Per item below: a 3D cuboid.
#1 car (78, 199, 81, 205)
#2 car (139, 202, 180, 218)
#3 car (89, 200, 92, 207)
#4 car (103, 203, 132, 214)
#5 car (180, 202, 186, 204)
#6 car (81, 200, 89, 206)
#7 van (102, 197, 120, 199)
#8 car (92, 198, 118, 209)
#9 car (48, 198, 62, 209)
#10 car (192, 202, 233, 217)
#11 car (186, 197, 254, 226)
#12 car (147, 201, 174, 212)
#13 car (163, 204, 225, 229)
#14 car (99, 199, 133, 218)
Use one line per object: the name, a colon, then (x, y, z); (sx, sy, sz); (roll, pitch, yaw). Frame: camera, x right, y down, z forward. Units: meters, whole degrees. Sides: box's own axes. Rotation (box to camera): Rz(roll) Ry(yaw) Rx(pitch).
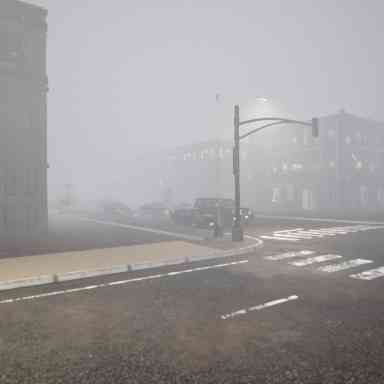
car: (-26.695, 2.364, 76.436); (1.947, 1.339, 4.313); (-1, 0, -35)
car: (-3.768, 1.832, 34.145); (2.128, 1.511, 4.902); (-1, 0, -35)
car: (-17.090, 1.939, 62.894); (2.192, 1.841, 5.009); (-1, 0, -35)
car: (-9.570, 2.054, 42.338); (1.895, 1.301, 4.718); (-1, 0, -35)
car: (-1.066, 1.904, 40.327); (1.802, 1.307, 4.206); (-2, 0, -35)
car: (-20.288, 2.227, 67.408); (1.887, 1.381, 4.507); (-1, 0, -35)
van: (-13.885, 1.907, 58.381); (1.690, 1.788, 3.998); (-1, 0, -35)
car: (-14.229, 2.084, 54.435); (1.812, 1.442, 4.674); (-1, 0, -35)
car: (-23.819, 2.232, 57.904); (1.752, 1.417, 4.829); (-1, 0, -35)
car: (2.138, 1.809, 35.812); (2.008, 1.369, 4.403); (-2, 0, -35)
car: (2.238, 1.443, 25.676); (2.150, 2.045, 5.566); (-1, 0, -35)
car: (-4.268, 1.966, 44.840); (1.802, 1.307, 4.206); (-2, 0, -35)
car: (0.034, 1.814, 24.088); (1.947, 1.339, 4.313); (-1, 0, -35)
car: (-7.901, 1.846, 35.474); (1.967, 1.590, 4.097); (-1, 0, -35)
